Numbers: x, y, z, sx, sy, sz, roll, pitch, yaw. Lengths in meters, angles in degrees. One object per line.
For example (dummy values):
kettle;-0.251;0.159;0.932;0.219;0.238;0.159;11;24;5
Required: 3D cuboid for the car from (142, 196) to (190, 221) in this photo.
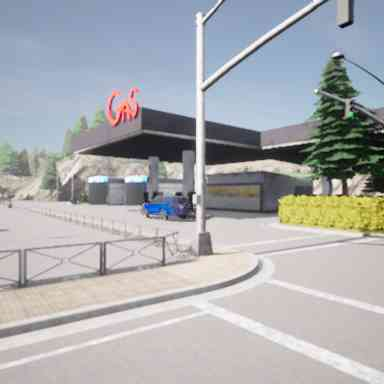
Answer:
car;-2.431;1.411;29.845;2.150;2.045;5.566;0;0;-35
